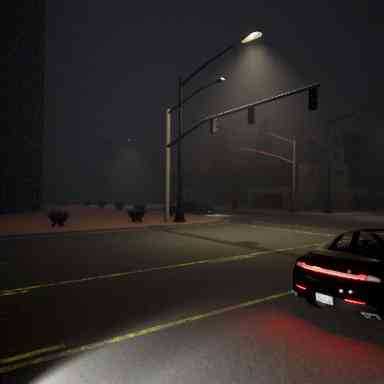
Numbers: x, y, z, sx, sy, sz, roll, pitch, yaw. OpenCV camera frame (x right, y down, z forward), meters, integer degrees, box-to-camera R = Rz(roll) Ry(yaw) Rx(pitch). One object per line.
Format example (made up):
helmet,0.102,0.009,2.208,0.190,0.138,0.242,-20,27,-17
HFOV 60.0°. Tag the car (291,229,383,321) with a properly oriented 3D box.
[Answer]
car,4.098,1.503,6.727,4.902,1.511,2.128,0,0,-35

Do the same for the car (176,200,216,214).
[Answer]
car,0.265,1.624,36.056,2.033,1.411,5.357,1,-1,-35
